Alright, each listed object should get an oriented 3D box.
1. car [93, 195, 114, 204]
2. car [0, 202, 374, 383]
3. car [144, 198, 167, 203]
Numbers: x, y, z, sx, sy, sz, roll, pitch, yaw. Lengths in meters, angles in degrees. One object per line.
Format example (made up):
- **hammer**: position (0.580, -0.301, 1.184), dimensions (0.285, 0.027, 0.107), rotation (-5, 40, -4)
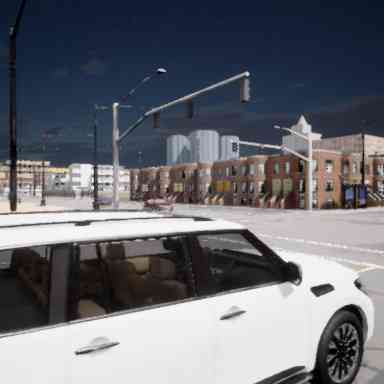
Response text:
- **car**: position (-13.105, 1.284, 49.900), dimensions (2.097, 1.767, 4.553), rotation (0, 0, -36)
- **car**: position (-0.343, 1.215, 3.537), dimensions (5.566, 2.045, 2.150), rotation (0, 0, -35)
- **car**: position (-3.849, 1.458, 37.104), dimensions (1.812, 1.442, 4.674), rotation (0, 0, -36)
